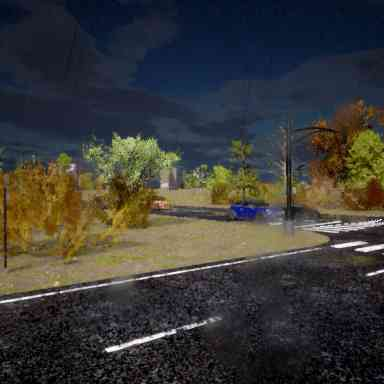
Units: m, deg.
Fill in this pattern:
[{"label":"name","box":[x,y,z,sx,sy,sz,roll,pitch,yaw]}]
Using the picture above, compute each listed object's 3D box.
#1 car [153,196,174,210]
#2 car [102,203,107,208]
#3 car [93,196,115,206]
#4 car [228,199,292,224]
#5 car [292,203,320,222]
[{"label":"car","box":[-4.235,1.326,42.169,2.097,1.767,4.553,0,0,-38]},{"label":"car","box":[-9.865,1.536,44.086,2.033,1.411,5.357,0,0,-38]},{"label":"car","box":[-14.774,1.455,55.728,1.837,1.490,4.892,0,0,-38]},{"label":"car","box":[4.881,1.366,25.308,2.097,1.767,4.553,0,0,-38]},{"label":"car","box":[8.022,1.558,26.589,1.994,1.385,4.181,-1,0,-39]}]
